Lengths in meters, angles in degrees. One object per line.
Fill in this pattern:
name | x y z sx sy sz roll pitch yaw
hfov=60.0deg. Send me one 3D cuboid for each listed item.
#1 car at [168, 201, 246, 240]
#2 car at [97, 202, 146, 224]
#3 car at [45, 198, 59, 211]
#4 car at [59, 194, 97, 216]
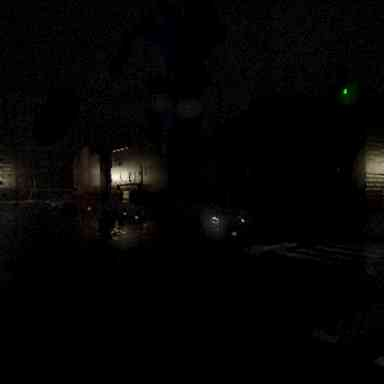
car | 0.557 1.264 16.503 2.097 1.767 4.553 0 0 -36
car | -5.120 1.457 24.460 1.812 1.442 4.674 0 0 -35
car | -16.858 1.499 41.062 1.812 1.442 4.674 0 0 -35
car | -11.057 1.174 32.820 2.150 2.045 5.566 0 0 -35
